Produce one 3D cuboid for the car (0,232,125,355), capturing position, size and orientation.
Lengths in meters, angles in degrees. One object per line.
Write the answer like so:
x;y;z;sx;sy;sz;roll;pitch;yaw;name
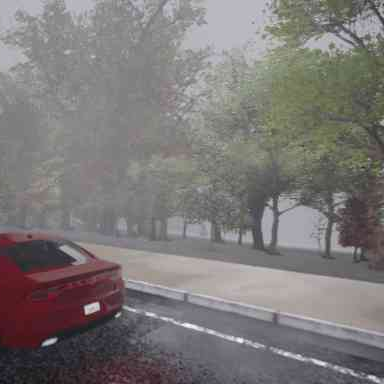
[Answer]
-3.423;1.486;6.115;5.008;1.535;1.882;0;0;35;car
